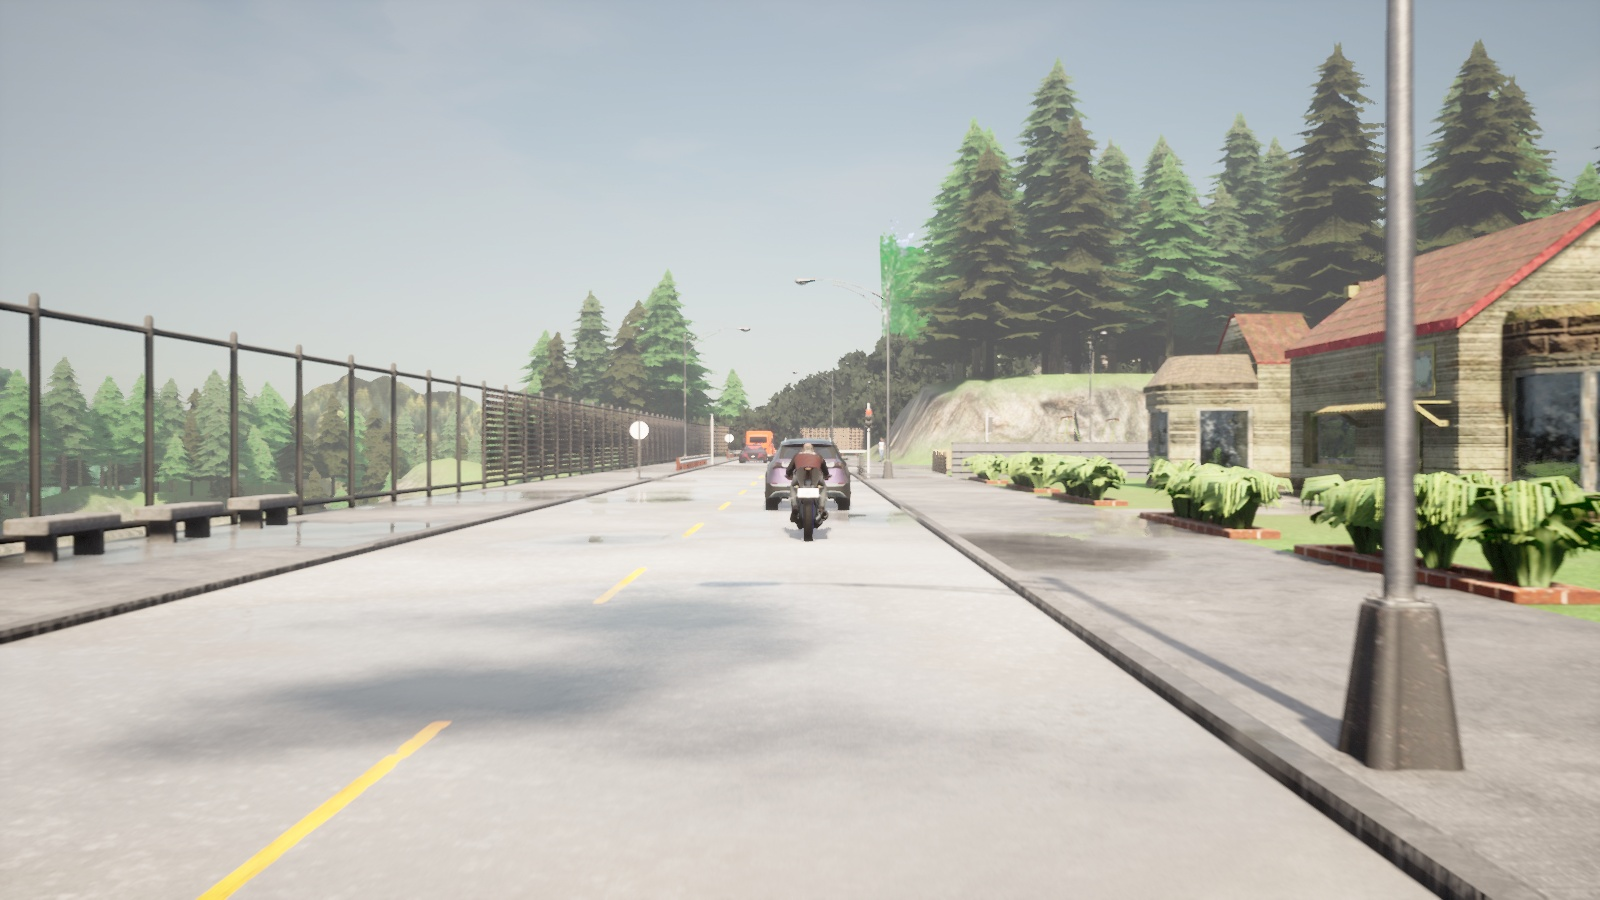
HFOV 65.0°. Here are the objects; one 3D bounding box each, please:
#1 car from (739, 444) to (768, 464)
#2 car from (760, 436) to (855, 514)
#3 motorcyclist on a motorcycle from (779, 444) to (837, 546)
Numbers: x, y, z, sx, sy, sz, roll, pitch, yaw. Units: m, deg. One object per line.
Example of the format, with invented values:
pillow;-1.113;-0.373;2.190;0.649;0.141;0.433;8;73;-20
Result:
car;-3.431;0.283;93.051;1.994;1.385;4.181;0;0;0
car;0.184;0.513;29.389;2.033;1.649;4.856;0;1;0
motorcyclist on a motorcycle;0.128;0.669;19.890;0.866;1.530;2.191;0;0;0
